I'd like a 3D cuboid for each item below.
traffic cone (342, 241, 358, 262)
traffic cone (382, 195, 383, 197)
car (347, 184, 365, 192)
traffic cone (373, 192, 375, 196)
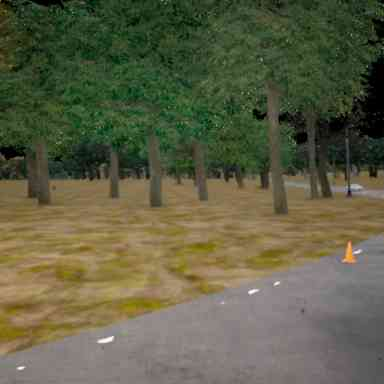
[{"bbox_3d":[4.747,1.779,10.007,0.340,0.580,0.340,-2,0,-44],"label":"traffic cone"},{"bbox_3d":[26.987,0.474,46.977,0.340,0.580,0.340,-3,1,16],"label":"traffic cone"},{"bbox_3d":[32.351,-0.821,66.007,1.812,1.442,4.674,-3,2,2],"label":"car"},{"bbox_3d":[28.223,0.286,51.659,0.340,0.580,0.340,-3,2,13],"label":"traffic cone"}]
